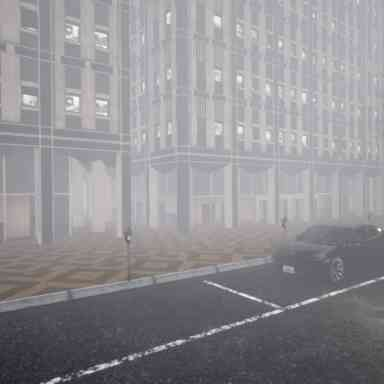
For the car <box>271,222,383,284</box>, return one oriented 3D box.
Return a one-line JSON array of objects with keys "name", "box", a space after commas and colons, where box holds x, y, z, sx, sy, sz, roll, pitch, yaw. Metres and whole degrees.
[{"name": "car", "box": [4.181, 1.564, 9.579, 4.313, 1.339, 1.947, 0, -1, -36]}]
